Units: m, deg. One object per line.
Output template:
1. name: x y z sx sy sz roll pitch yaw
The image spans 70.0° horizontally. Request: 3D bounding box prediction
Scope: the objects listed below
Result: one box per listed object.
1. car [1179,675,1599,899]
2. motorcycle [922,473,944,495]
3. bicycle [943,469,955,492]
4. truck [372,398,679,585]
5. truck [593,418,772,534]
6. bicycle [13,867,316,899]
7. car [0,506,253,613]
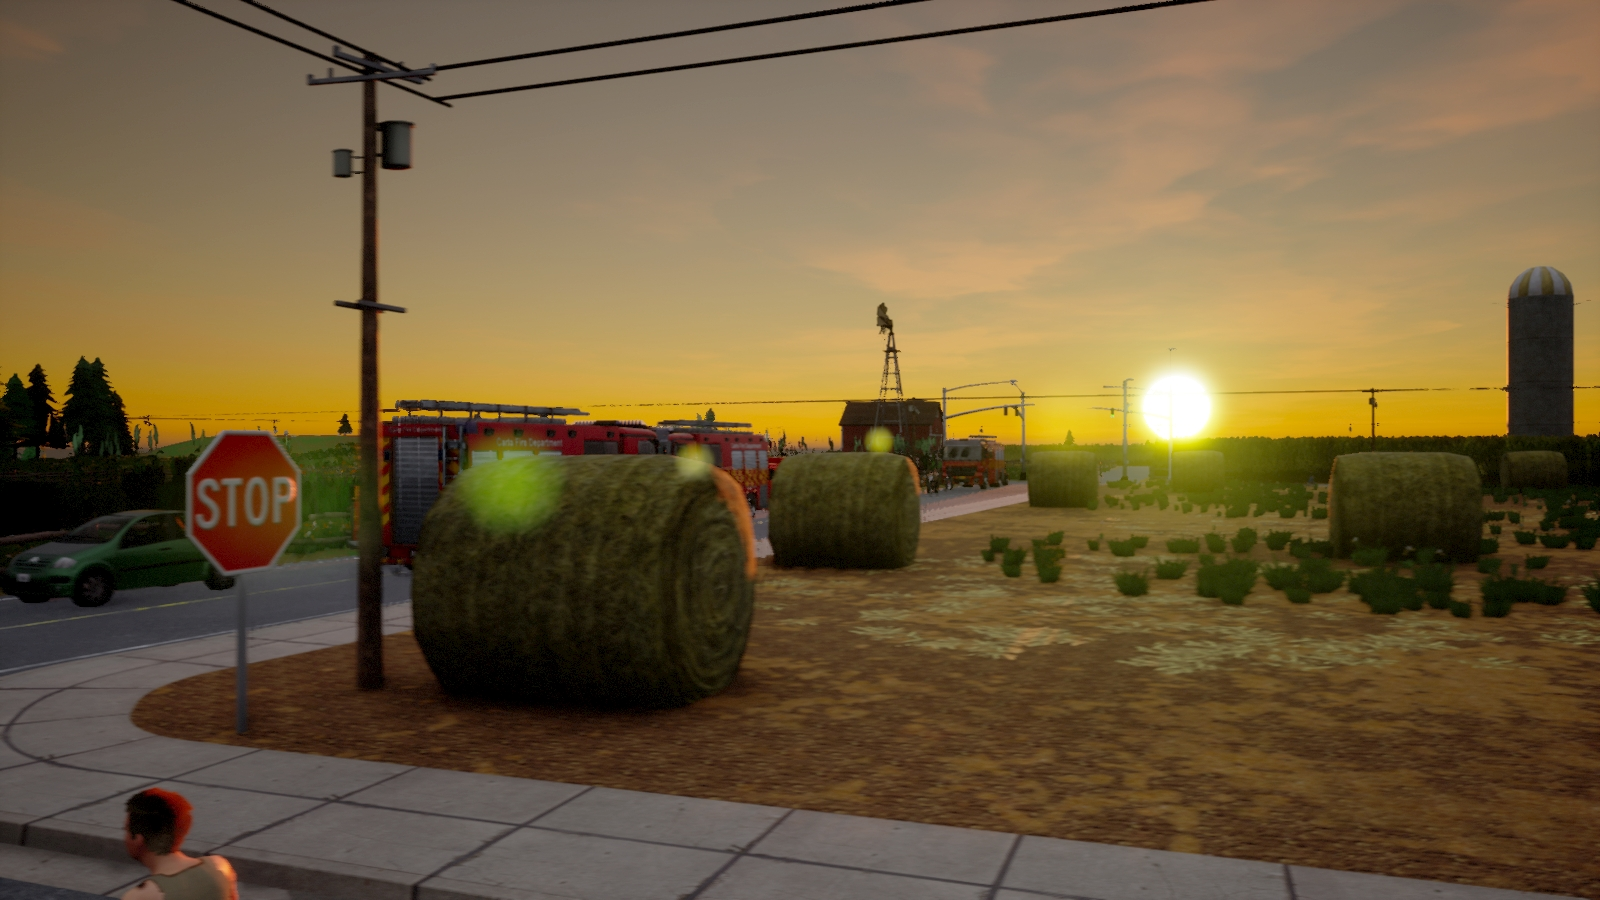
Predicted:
1. car: 3.580 1.780 1.941 5.566 2.045 2.150 0 0 19
2. motorcycle: 8.466 2.140 72.579 0.764 1.277 2.356 0 0 23
3. bicycle: 9.966 2.031 76.405 0.329 1.471 1.835 0 0 22
4. truck: -6.256 0.857 27.910 2.891 3.827 8.468 0 0 22
5. truck: -4.090 0.857 42.323 2.891 3.827 8.468 0 0 22
6. bicycle: -2.334 2.257 4.067 1.487 1.080 0.859 -1 0 20
7. car: -12.659 1.965 21.584 1.851 1.617 3.988 0 0 22
